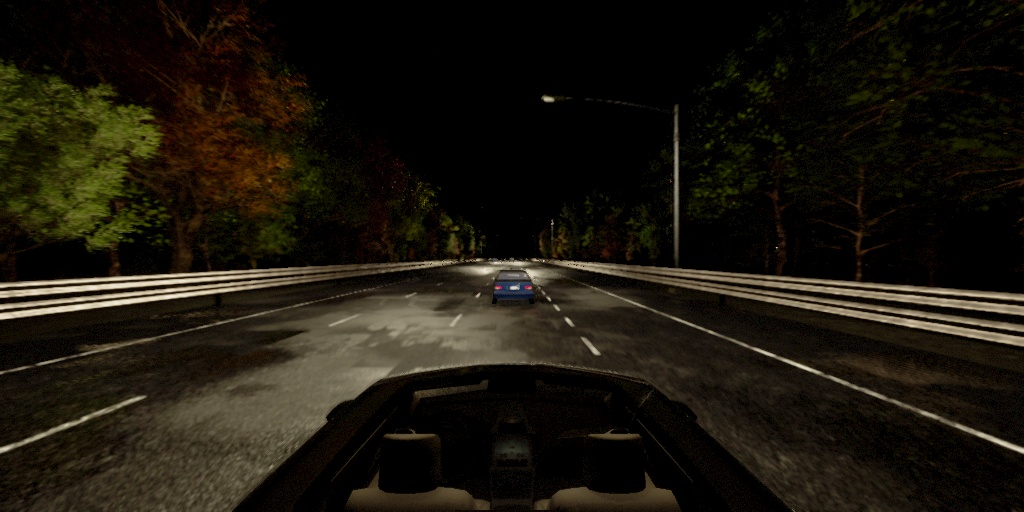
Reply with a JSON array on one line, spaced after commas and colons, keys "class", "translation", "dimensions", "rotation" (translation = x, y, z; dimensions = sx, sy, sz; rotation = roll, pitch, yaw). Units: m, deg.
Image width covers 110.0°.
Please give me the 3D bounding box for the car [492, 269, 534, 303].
[{"class": "car", "translation": [0.044, 1.330, 16.812], "dimensions": [2.033, 1.411, 5.357], "rotation": [0, 0, 0]}]
